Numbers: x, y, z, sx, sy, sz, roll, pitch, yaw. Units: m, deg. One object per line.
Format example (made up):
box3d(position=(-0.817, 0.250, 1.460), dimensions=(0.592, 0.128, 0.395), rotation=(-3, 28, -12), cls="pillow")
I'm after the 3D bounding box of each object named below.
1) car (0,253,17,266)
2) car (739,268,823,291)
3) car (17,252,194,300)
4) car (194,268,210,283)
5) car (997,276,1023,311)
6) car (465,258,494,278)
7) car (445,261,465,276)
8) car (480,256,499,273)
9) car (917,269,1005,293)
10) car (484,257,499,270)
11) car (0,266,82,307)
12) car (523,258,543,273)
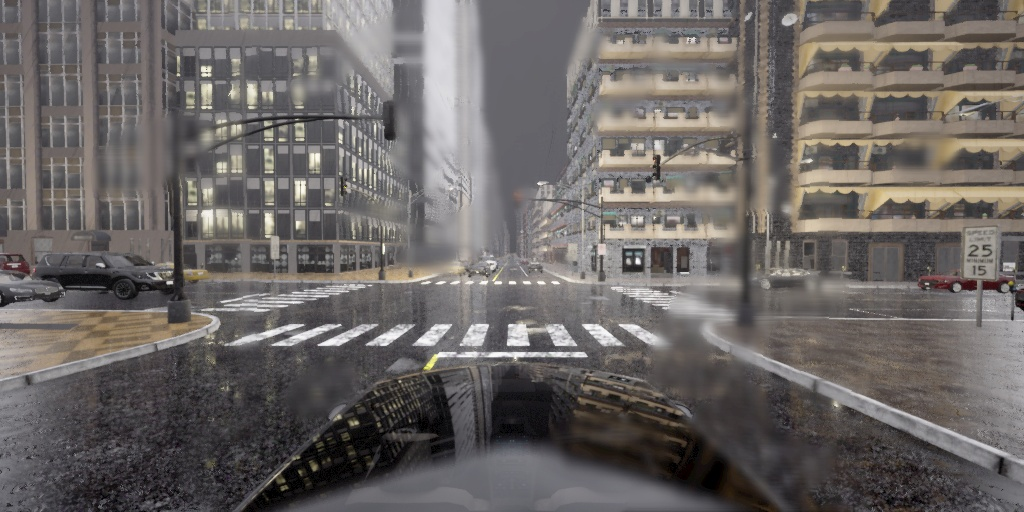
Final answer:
box3d(position=(-33.613, 0.712, 22.549), dimensions=(5.009, 1.841, 2.192), rotation=(0, 0, 1), cls="car")
box3d(position=(16.309, 1.376, 21.847), dimensions=(4.403, 1.370, 2.007), rotation=(0, 0, 1), cls="car")
box3d(position=(-18.482, 0.848, 16.531), dimensions=(5.566, 2.045, 2.150), rotation=(1, 1, 1), cls="car")
box3d(position=(-21.666, 1.029, 22.345), dimensions=(4.829, 1.417, 1.751), rotation=(0, 0, 1), cls="car")
box3d(position=(21.716, 1.576, 13.390), dimensions=(4.313, 1.339, 1.948), rotation=(0, 0, 1), cls="car")
box3d(position=(-3.095, 1.245, 34.698), dimensions=(1.837, 1.490, 4.892), rotation=(0, 0, 0), cls="car")
box3d(position=(-5.691, 1.265, 36.493), dimensions=(1.751, 1.417, 4.829), rotation=(0, 0, 0), cls="car")
box3d(position=(-3.096, 0.960, 44.398), dimensions=(2.150, 2.045, 5.566), rotation=(0, 0, 0), cls="car")
box3d(position=(27.375, 1.462, 21.691), dimensions=(4.507, 1.381, 1.888), rotation=(0, 0, 1), cls="car")
box3d(position=(-3.087, 1.088, 54.541), dimensions=(2.097, 1.767, 4.553), rotation=(0, 0, 0), cls="car")
box3d(position=(-20.286, 1.204, 14.011), dimensions=(4.403, 1.370, 2.007), rotation=(0, 0, 1), cls="car")
box3d(position=(2.690, 1.289, 42.317), dimensions=(2.007, 1.370, 4.403), rotation=(0, 0, 0), cls="car")
